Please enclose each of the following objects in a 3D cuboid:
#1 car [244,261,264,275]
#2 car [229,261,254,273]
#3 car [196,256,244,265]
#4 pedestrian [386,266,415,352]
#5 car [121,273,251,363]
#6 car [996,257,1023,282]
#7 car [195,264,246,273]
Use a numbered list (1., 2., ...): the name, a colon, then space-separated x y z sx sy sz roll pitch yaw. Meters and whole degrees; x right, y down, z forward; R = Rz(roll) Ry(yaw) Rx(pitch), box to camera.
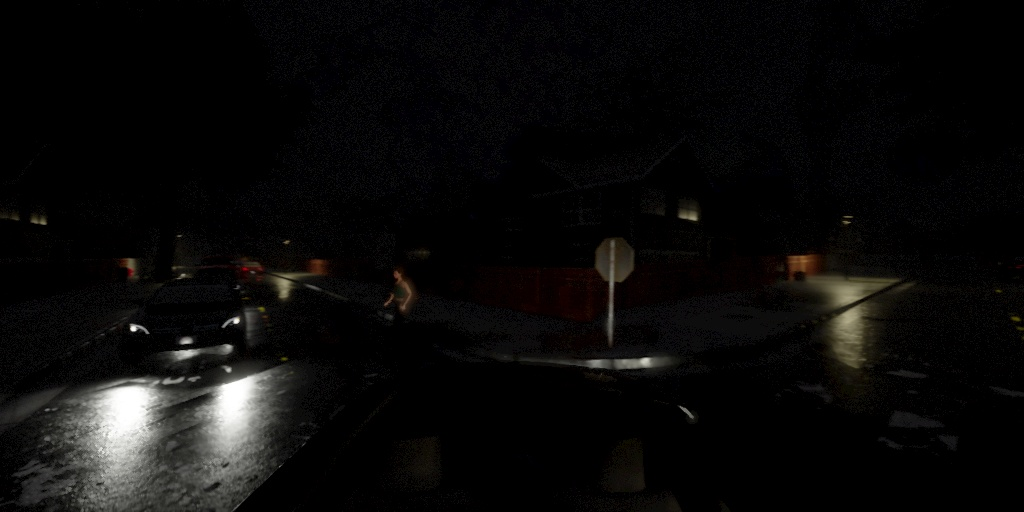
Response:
1. car: -28.381 1.439 38.932 1.895 1.301 4.718 1 -1 -41
2. car: -35.083 1.373 46.414 2.033 1.411 5.357 1 -1 -42
3. car: -20.067 1.021 24.589 2.150 2.045 5.566 1 -1 -39
4. pedestrian: -2.404 1.102 7.750 0.375 1.860 0.375 0 0 -37
5. car: -7.398 1.288 8.432 1.812 1.442 4.674 1 -1 -38
6. car: 31.266 0.793 21.801 5.008 1.535 1.882 -1 1 -41
7. car: -13.483 1.291 16.334 1.837 1.490 4.892 1 -1 -38
